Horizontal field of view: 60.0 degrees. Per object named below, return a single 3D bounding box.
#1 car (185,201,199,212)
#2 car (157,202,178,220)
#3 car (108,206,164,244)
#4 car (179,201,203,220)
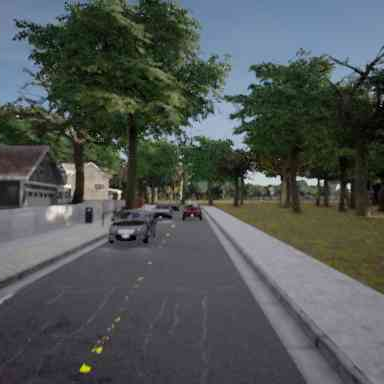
[{"bbox_3d":[0.079,2.008,46.675,1.812,1.442,4.674,0,-1,1],"label":"car"},{"bbox_3d":[-2.769,1.874,32.291,2.033,1.411,5.357,0,-1,0],"label":"car"},{"bbox_3d":[-2.841,1.654,16.721,2.128,1.511,4.902,0,-1,0],"label":"car"},{"bbox_3d":[0.017,1.823,31.614,1.837,1.490,4.892,0,-1,0],"label":"car"}]
